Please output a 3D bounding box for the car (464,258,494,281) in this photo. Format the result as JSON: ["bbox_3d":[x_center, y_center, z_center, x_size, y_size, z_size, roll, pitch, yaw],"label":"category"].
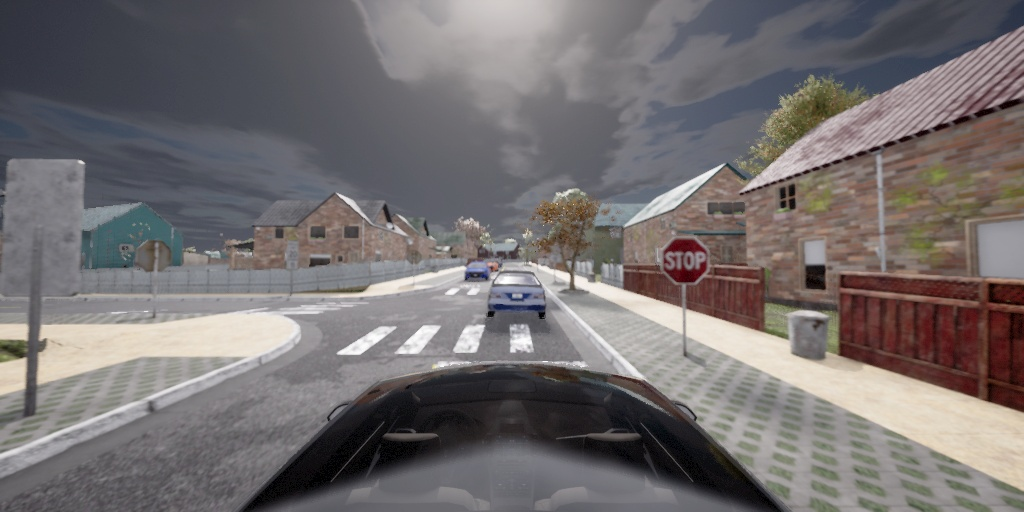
[{"bbox_3d":[-2.847,1.210,30.262,1.882,1.535,5.008,0,0,0],"label":"car"}]

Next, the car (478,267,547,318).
[{"bbox_3d":[0.136,1.230,12.514,2.033,1.411,5.357,1,-2,0],"label":"car"}]

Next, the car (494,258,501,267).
[{"bbox_3d":[-2.838,1.104,45.472,2.097,1.767,4.553,0,0,0],"label":"car"}]
